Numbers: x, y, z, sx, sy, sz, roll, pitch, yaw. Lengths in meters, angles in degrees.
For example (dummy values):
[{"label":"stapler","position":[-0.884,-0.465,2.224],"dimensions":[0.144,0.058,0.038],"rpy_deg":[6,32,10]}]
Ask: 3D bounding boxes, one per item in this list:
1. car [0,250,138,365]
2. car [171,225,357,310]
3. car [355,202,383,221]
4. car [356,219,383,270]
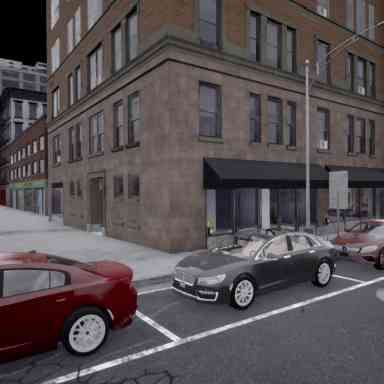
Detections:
[{"label":"car","position":[-2.950,1.545,4.438],"dimensions":[4.507,1.381,1.887],"rpy_deg":[0,-1,-36]},{"label":"car","position":[1.591,1.550,7.684],"dimensions":[4.403,1.369,2.008],"rpy_deg":[0,-1,-36]},{"label":"car","position":[16.221,1.613,27.438],"dimensions":[1.812,1.442,4.674],"rpy_deg":[-1,0,-34]},{"label":"car","position":[6.133,1.581,10.931],"dimensions":[4.206,1.307,1.802],"rpy_deg":[0,-1,-36]}]
